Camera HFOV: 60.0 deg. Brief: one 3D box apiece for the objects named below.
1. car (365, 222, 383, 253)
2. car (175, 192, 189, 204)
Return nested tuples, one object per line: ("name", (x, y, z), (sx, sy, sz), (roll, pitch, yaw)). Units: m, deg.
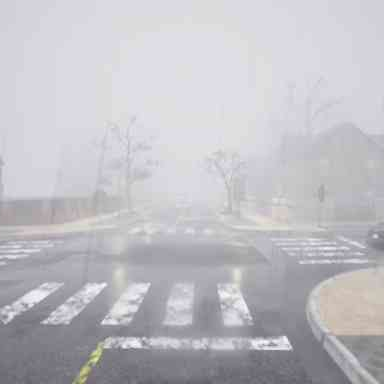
("car", (8.132, 1.422, 11.094), (4.181, 1.385, 1.994), (-1, 1, 1))
("car", (-1.823, 1.065, 60.643), (2.150, 2.045, 5.566), (0, 0, 1))
